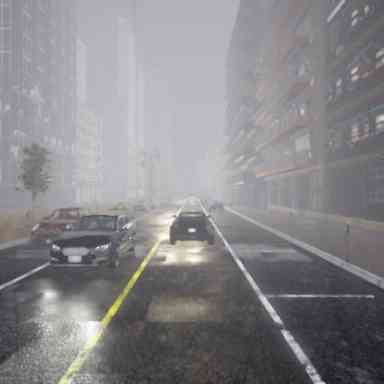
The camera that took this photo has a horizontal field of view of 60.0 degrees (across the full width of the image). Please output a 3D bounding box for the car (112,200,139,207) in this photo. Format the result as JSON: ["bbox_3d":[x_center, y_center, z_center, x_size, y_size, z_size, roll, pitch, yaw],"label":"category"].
[{"bbox_3d":[-5.685,1.544,26.194,1.752,1.417,4.829,0,0,0],"label":"car"}]

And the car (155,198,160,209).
[{"bbox_3d":[-5.682,1.478,42.963,1.967,1.590,4.097,0,0,0],"label":"car"}]

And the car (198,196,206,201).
[{"bbox_3d":[2.709,1.680,92.753,2.008,1.369,4.403,0,0,0],"label":"car"}]

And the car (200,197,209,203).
[{"bbox_3d":[2.704,1.666,70.623,1.802,1.307,4.206,0,0,0],"label":"car"}]

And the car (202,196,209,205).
[{"bbox_3d":[2.699,1.591,42.960,2.008,1.369,4.403,0,0,0],"label":"car"}]

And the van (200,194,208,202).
[{"bbox_3d":[2.706,1.436,76.156,1.690,1.788,3.998,0,0,0],"label":"van"}]

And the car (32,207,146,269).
[{"bbox_3d":[-3.079,1.496,11.223,2.128,1.511,4.902,0,0,0],"label":"car"}]

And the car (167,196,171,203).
[{"bbox_3d":[-5.677,1.595,64.922,1.752,1.417,4.829,0,0,0],"label":"car"}]

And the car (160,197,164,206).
[{"bbox_3d":[-5.681,1.595,48.494,2.008,1.369,4.403,0,0,0],"label":"car"}]

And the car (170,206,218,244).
[{"bbox_3d":[0.003,1.575,15.948,1.994,1.385,4.181,0,0,0],"label":"car"}]

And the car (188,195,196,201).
[{"bbox_3d":[0.018,1.518,83.179,1.812,1.442,4.674,0,0,0],"label":"car"}]

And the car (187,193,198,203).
[{"bbox_3d":[0.015,1.311,72.790,2.150,2.045,5.566,0,0,0],"label":"car"}]

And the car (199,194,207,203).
[{"bbox_3d":[2.702,1.504,59.558,1.967,1.590,4.097,0,0,0],"label":"car"}]

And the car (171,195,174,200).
[{"bbox_3d":[-5.675,1.674,76.158,1.802,1.307,4.206,0,0,0],"label":"car"}]

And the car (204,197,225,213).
[{"bbox_3d":[2.698,1.585,37.427,2.008,1.369,4.403,0,0,0],"label":"car"}]

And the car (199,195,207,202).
[{"bbox_3d":[2.707,1.546,81.688,1.967,1.590,4.097,0,0,0],"label":"car"}]

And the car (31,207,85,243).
[{"bbox_3d":[-5.688,1.449,15.299,1.967,1.590,4.097,0,0,0],"label":"car"}]

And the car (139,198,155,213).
[{"bbox_3d":[-5.683,1.582,37.430,2.008,1.369,4.403,0,0,0],"label":"car"}]

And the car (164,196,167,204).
[{"bbox_3d":[-5.679,1.597,54.027,1.887,1.381,4.507,0,0,0],"label":"car"}]
